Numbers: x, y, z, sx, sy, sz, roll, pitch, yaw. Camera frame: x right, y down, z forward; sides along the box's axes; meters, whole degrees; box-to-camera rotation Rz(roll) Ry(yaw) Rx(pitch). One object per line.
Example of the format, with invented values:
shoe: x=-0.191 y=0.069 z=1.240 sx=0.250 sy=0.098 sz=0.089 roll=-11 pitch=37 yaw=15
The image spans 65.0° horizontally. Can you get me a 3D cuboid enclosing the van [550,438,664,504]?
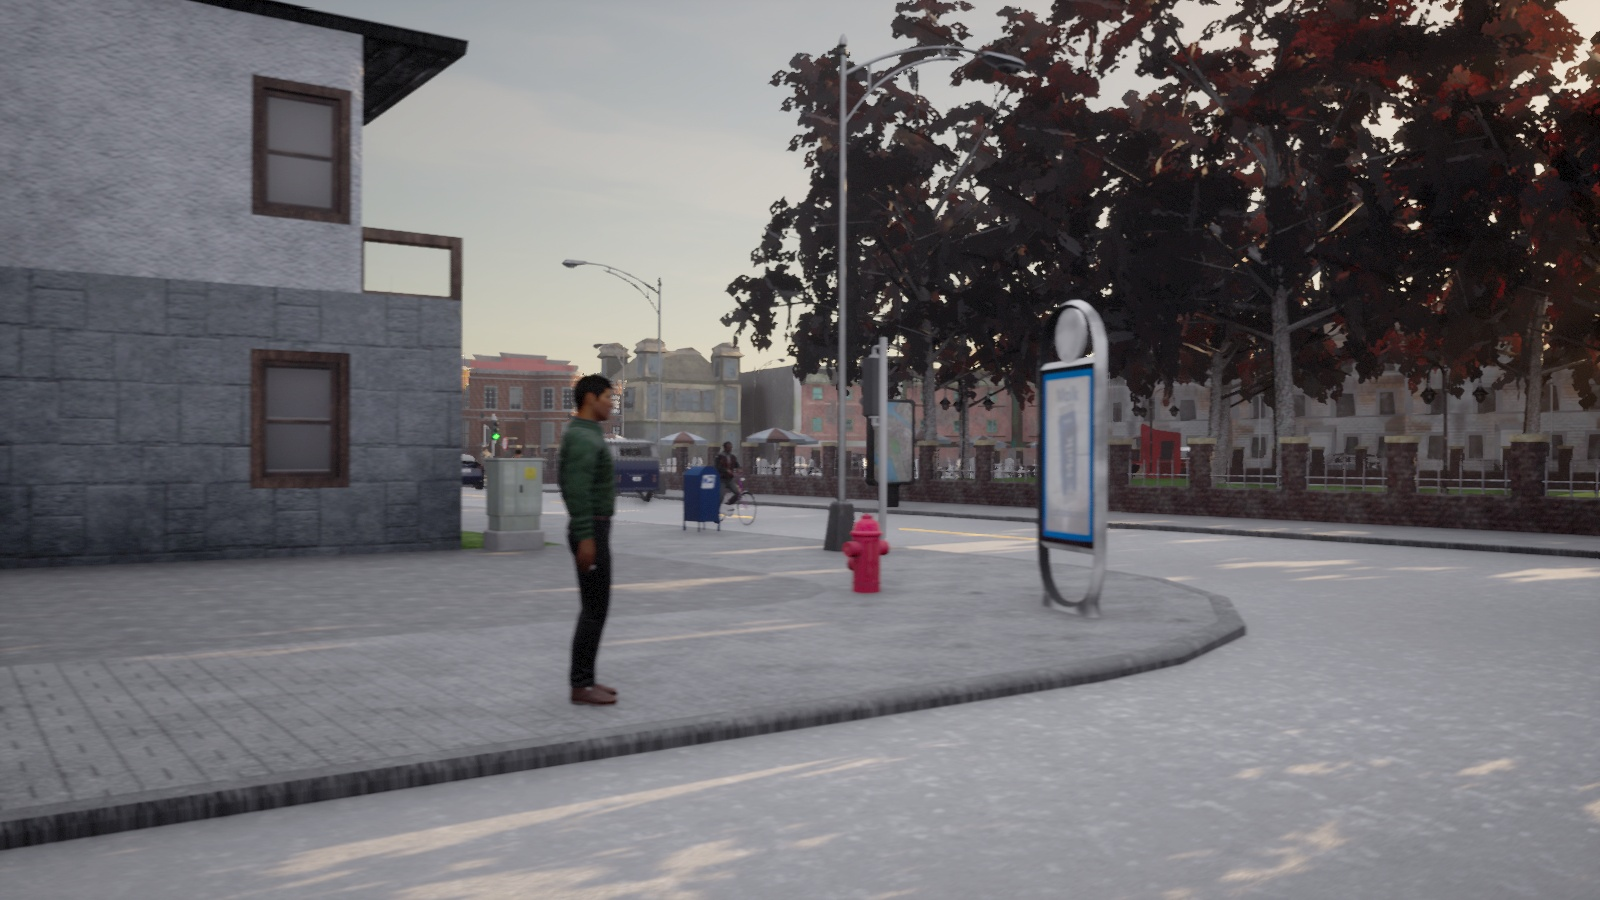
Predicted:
van: x=-6.220 y=0.646 z=40.103 sx=1.775 sy=1.987 sz=4.442 roll=0 pitch=0 yaw=-35

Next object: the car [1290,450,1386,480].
car: x=31.065 y=0.826 z=72.663 sx=2.242 sy=1.667 sz=4.611 roll=0 pitch=0 yaw=-35

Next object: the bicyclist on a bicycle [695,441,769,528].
bicyclist on a bicycle: x=-1.448 y=0.710 z=26.486 sx=0.659 sy=1.776 sz=1.843 roll=0 pitch=0 yaw=-35

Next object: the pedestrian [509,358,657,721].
pedestrian: x=-1.193 y=0.480 z=6.996 sx=0.788 sy=1.949 sz=0.423 roll=0 pitch=0 yaw=-6

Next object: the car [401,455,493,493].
car: x=-14.670 y=0.940 z=51.995 sx=2.163 sy=1.488 sz=4.792 roll=0 pitch=0 yaw=-36
